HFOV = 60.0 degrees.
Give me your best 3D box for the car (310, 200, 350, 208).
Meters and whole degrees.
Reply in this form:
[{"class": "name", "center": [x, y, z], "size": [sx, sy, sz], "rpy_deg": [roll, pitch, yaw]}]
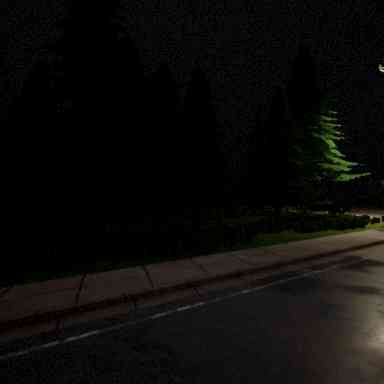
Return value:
[{"class": "car", "center": [13.691, 1.575, 34.906], "size": [2.033, 1.411, 5.357], "rpy_deg": [0, 0, -38]}]
